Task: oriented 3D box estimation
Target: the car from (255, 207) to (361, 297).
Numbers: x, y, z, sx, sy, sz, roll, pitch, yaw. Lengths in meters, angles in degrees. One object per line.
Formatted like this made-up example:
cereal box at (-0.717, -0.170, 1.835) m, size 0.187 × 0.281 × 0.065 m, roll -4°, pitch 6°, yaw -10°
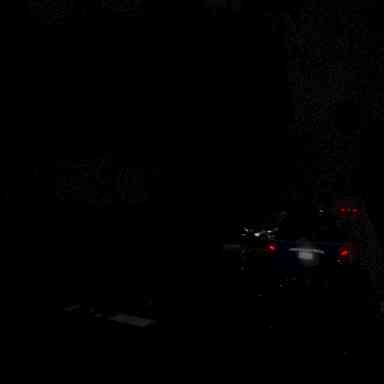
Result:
car at (3.478, 1.459, 9.265) m, size 2.097 × 1.767 × 4.553 m, roll 0°, pitch -1°, yaw 27°

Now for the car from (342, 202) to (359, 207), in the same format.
car at (17.768, 1.992, 37.497) m, size 2.033 × 1.411 × 5.357 m, roll 0°, pitch 0°, yaw 27°

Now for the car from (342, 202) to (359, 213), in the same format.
car at (21.973, 2.064, 45.960) m, size 1.994 × 1.385 × 4.181 m, roll 0°, pitch 0°, yaw 27°

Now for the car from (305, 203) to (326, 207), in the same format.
car at (13.229, 1.894, 35.416) m, size 1.882 × 1.535 × 5.008 m, roll 0°, pitch 0°, yaw 27°

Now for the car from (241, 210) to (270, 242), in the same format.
car at (4.020, 1.708, 17.225) m, size 1.837 × 1.490 × 4.892 m, roll 0°, pitch -1°, yaw 26°
